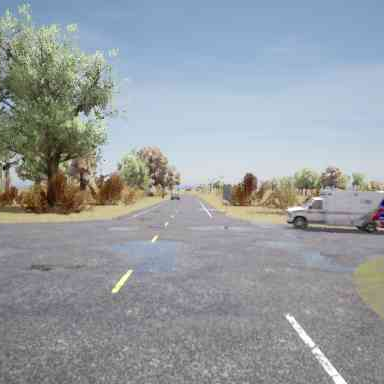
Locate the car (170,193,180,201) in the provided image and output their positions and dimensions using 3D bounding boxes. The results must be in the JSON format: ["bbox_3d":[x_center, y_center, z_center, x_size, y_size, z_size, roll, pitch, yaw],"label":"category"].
[{"bbox_3d":[-3.523,1.045,71.080,1.882,1.535,5.008,0,0,0],"label":"car"}]

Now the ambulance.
[{"bbox_3d":[9.133,1.150,20.373,6.366,2.431,2.351,1,1,14],"label":"ambulance"}]
